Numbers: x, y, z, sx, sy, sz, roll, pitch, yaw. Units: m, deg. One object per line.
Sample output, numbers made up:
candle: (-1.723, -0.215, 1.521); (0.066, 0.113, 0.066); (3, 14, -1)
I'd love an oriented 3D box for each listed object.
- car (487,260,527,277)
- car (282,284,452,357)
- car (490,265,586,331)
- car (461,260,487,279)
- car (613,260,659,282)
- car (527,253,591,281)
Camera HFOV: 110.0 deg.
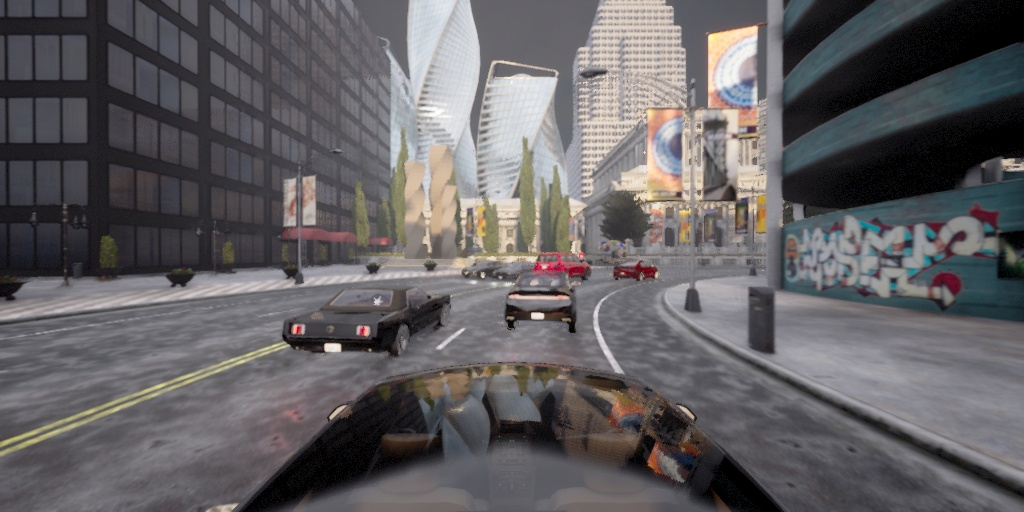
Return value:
car: (0.713, 1.160, 27.855); (2.033, 1.411, 5.357); (0, 0, 36)
car: (-2.890, 1.309, 8.485); (1.895, 1.301, 4.718); (0, 0, 6)
car: (1.027, 1.183, 10.802); (2.128, 1.511, 4.902); (0, 0, 10)
car: (-2.167, 1.098, 29.839); (1.837, 1.490, 4.892); (0, 0, 35)
car: (9.401, 1.061, 27.004); (1.882, 1.535, 5.008); (0, 0, 42)
car: (3.650, 0.816, 25.524); (2.150, 2.045, 5.566); (0, 0, 35)
